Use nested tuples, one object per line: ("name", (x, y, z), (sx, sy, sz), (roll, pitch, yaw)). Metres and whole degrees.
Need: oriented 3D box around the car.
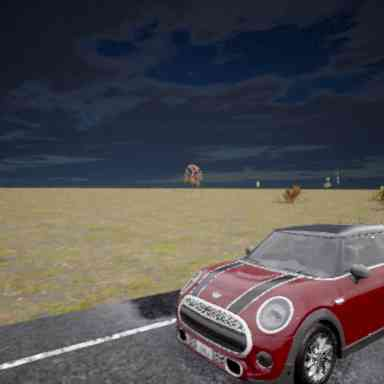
("car", (1.980, 1.348, 5.404), (4.553, 1.767, 2.097), (0, 0, -35))
